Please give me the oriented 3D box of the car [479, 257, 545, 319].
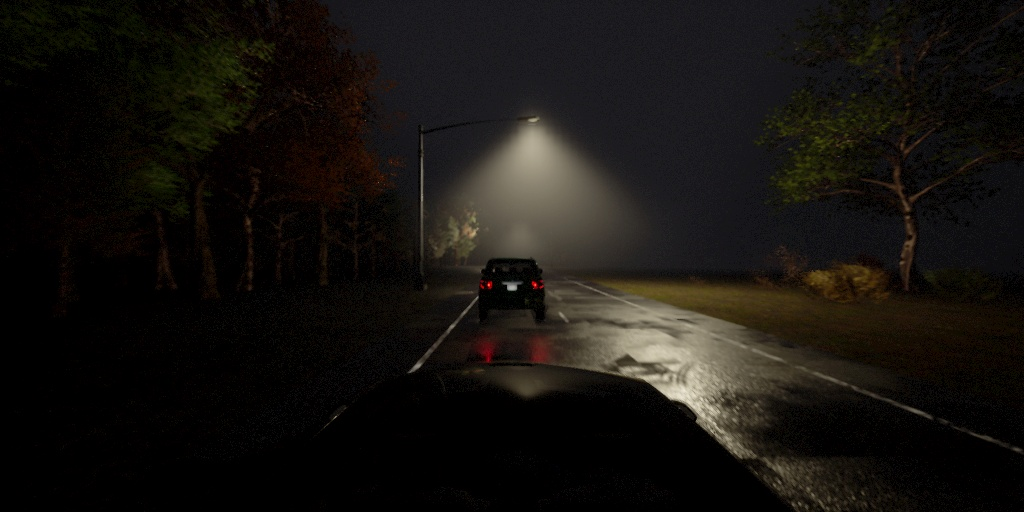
[{"bbox_3d":[0.000,1.063,13.440,2.150,2.045,5.566,0,0,0],"label":"car"}]
